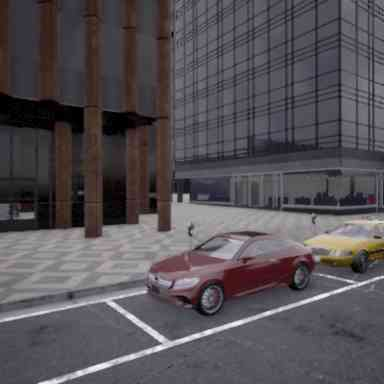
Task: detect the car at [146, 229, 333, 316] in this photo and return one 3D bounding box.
[{"bbox_3d":[1.030,1.558,7.384,4.206,1.307,1.802,0,0,-36],"label":"car"}]

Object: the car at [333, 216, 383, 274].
[{"bbox_3d":[5.318,1.476,10.444,4.829,1.417,1.752,0,0,-36],"label":"car"}]
